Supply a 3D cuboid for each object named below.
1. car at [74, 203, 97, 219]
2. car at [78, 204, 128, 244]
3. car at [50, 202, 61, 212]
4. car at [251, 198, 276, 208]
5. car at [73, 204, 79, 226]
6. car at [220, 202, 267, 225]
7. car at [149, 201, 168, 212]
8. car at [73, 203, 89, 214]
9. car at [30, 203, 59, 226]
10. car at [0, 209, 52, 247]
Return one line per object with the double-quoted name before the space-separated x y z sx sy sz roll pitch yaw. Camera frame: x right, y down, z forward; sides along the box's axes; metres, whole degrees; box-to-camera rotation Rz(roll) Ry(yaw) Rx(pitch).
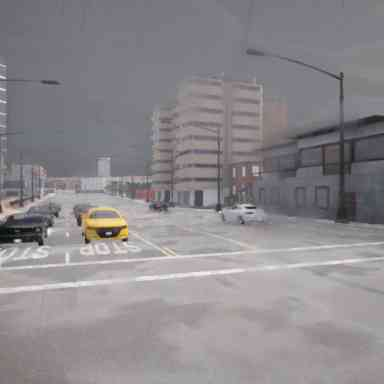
"car" -11.052 1.911 34.206 2.033 1.411 5.357 0 -1 -20
"car" -4.435 1.525 16.543 1.882 1.535 5.008 0 -1 -21
"car" -14.888 1.961 34.448 1.994 1.385 4.181 0 -1 -21
"car" 10.739 1.662 50.336 1.970 1.475 3.806 0 -1 -20
"car" -7.590 1.732 24.941 1.994 1.385 4.181 0 -1 -21
"car" 3.773 1.630 24.828 1.812 1.442 4.674 0 -1 -21
"car" -4.851 2.065 47.831 2.128 1.511 4.902 0 -1 -21
"car" -14.796 2.179 44.286 1.895 1.301 4.718 0 -1 -20
"car" -11.078 1.728 24.293 2.033 1.411 5.357 0 -1 -21
"car" -7.689 1.649 15.256 1.895 1.301 4.718 0 -1 -21
